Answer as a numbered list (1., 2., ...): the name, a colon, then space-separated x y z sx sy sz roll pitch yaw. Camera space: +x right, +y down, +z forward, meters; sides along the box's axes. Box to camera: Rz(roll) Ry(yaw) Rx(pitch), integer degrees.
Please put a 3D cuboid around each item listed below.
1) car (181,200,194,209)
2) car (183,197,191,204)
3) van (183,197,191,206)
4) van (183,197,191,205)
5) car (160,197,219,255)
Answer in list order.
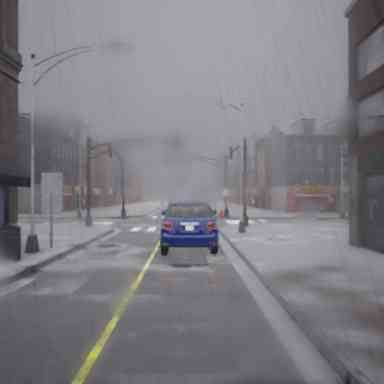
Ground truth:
1. car: -0.737 2.070 54.130 1.947 1.339 4.313 0 -1 -1
2. car: -1.369 2.147 87.759 2.192 1.841 5.009 0 -1 -1
3. van: -1.053 2.005 70.946 1.690 1.788 3.998 0 -1 -1
4. van: -1.159 2.060 76.550 1.690 1.788 3.998 0 -1 -1
5. car: -0.116 1.348 14.009 2.150 2.045 5.566 0 0 -1
